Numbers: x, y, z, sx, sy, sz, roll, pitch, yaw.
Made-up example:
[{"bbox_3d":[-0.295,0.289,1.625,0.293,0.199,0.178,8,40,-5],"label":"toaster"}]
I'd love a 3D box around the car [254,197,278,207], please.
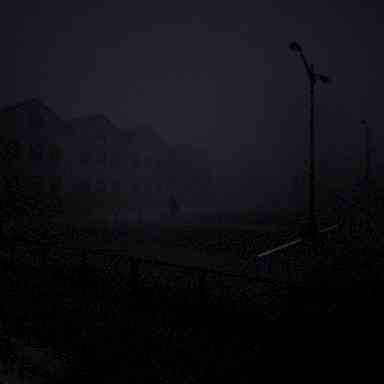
[{"bbox_3d":[10.442,1.356,46.685,2.033,1.411,5.357,0,0,32],"label":"car"}]

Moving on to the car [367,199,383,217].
[{"bbox_3d":[15.429,1.298,26.810,2.007,1.523,4.514,0,0,35],"label":"car"}]

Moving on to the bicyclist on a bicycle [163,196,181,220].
[{"bbox_3d":[-1.393,1.109,23.058,1.656,1.620,0.582,0,0,35],"label":"bicyclist on a bicycle"}]
